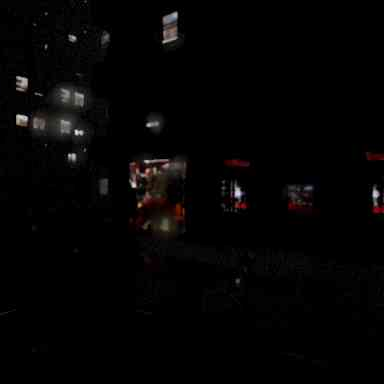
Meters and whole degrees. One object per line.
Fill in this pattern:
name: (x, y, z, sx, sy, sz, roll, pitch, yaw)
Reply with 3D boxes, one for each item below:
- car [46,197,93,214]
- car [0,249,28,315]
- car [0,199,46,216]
car: (-11.336, 1.178, 30.740, 1.752, 1.417, 4.829, 1, 1, 35)
car: (-4.835, 1.532, 6.312, 4.403, 1.369, 2.008, 0, 0, 35)
car: (-14.421, 1.279, 26.311, 2.008, 1.369, 4.403, 1, 1, 35)
